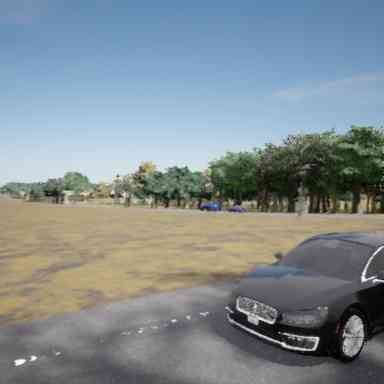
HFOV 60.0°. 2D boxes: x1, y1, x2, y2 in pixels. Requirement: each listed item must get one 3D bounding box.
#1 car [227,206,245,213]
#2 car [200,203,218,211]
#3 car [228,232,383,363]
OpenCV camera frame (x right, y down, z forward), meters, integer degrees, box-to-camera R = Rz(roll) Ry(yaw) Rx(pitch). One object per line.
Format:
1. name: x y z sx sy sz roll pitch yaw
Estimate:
1. car: 9.638 3.765 72.476 1.812 1.442 4.674 1 -2 -33
2. car: 4.142 3.606 80.887 2.150 2.045 5.566 1 -2 -33
3. car: 2.819 1.535 6.002 4.892 1.490 1.837 0 0 -35
